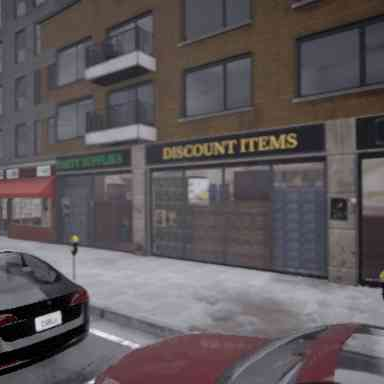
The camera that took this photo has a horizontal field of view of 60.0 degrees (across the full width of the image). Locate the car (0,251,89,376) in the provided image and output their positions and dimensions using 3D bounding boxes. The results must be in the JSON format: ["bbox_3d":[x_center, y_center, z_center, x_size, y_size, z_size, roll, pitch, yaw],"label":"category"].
[{"bbox_3d":[-3.434,1.630,5.264,4.313,1.339,1.947,-1,0,36],"label":"car"}]

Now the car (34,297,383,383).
[{"bbox_3d":[1.050,1.585,2.061,4.206,1.307,1.802,-1,0,36],"label":"car"}]
